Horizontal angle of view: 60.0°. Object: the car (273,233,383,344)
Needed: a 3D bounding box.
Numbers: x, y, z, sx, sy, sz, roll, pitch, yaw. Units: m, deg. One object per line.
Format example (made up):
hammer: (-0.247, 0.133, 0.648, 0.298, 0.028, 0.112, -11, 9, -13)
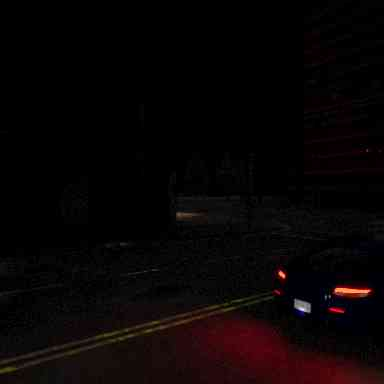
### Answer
car: (3.520, 1.526, 6.281, 4.674, 1.442, 1.812, 0, 0, -35)
